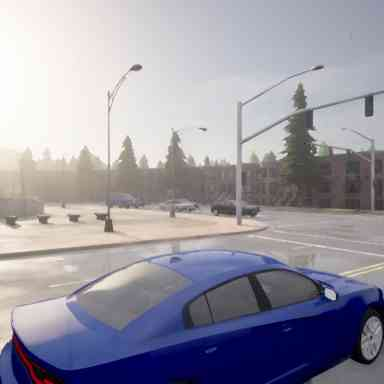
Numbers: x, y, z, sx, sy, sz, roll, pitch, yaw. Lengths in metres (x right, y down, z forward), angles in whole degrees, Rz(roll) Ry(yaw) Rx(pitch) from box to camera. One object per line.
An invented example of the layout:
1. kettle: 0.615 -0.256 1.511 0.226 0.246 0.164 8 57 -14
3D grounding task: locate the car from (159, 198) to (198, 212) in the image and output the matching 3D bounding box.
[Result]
1. car: -1.811 1.601 38.072 1.895 1.301 4.718 0 0 -39

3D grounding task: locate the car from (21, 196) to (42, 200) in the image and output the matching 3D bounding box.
1. car: -29.903 1.505 60.676 4.892 1.490 1.837 0 0 5

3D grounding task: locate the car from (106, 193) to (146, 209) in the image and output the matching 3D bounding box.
1. car: -9.458 1.221 45.623 5.566 2.045 2.150 0 0 36

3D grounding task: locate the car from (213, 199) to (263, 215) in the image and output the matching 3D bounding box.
1. car: 4.752 1.547 35.243 2.033 1.411 5.357 0 0 -36

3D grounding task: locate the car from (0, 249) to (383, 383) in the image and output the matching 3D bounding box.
1. car: 0.495 1.478 4.151 5.008 1.535 1.882 0 0 -35

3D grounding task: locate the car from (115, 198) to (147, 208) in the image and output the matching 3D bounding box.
1. car: -9.090 1.601 49.620 4.718 1.301 1.895 0 0 34

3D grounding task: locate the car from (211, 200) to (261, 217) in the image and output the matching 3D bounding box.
1. car: 3.792 1.478 30.596 1.882 1.535 5.008 0 0 -36
